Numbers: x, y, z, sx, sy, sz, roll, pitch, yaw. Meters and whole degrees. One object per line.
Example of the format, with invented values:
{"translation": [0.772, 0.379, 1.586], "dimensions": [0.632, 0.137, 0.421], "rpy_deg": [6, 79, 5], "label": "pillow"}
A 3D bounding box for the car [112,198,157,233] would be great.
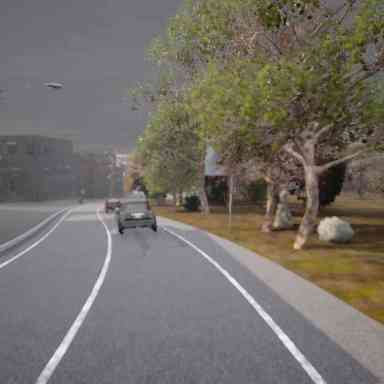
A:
{"translation": [-3.455, 1.328, 19.865], "dimensions": [2.097, 1.767, 4.553], "rpy_deg": [-2, 0, -15], "label": "car"}

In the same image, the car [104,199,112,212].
{"translation": [-9.277, 1.499, 39.292], "dimensions": [1.882, 1.535, 5.008], "rpy_deg": [-2, 0, -16], "label": "car"}
